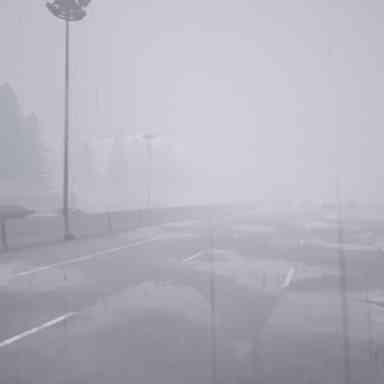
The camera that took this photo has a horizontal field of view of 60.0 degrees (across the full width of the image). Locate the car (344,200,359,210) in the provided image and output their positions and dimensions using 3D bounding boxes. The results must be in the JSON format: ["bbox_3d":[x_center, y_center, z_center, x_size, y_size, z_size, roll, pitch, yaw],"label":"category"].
[{"bbox_3d":[25.883,2.130,54.065,1.837,1.490,4.892,0,-1,21],"label":"car"}]

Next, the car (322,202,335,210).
[{"bbox_3d":[21.647,2.188,52.855,1.895,1.301,4.718,0,-1,21],"label":"car"}]

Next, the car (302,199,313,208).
[{"bbox_3d":[21.921,2.153,63.169,1.882,1.535,5.008,0,-1,21],"label":"car"}]

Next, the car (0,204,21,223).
[{"bbox_3d":[-12.905,1.578,22.371,1.882,1.535,5.008,0,-1,22],"label":"car"}]

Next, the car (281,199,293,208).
[{"bbox_3d":[17.965,2.149,62.655,1.837,1.490,4.892,0,-1,21],"label":"car"}]

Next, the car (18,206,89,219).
[{"bbox_3d":[-9.013,1.730,22.702,1.895,1.301,4.718,0,-1,22],"label":"car"}]
